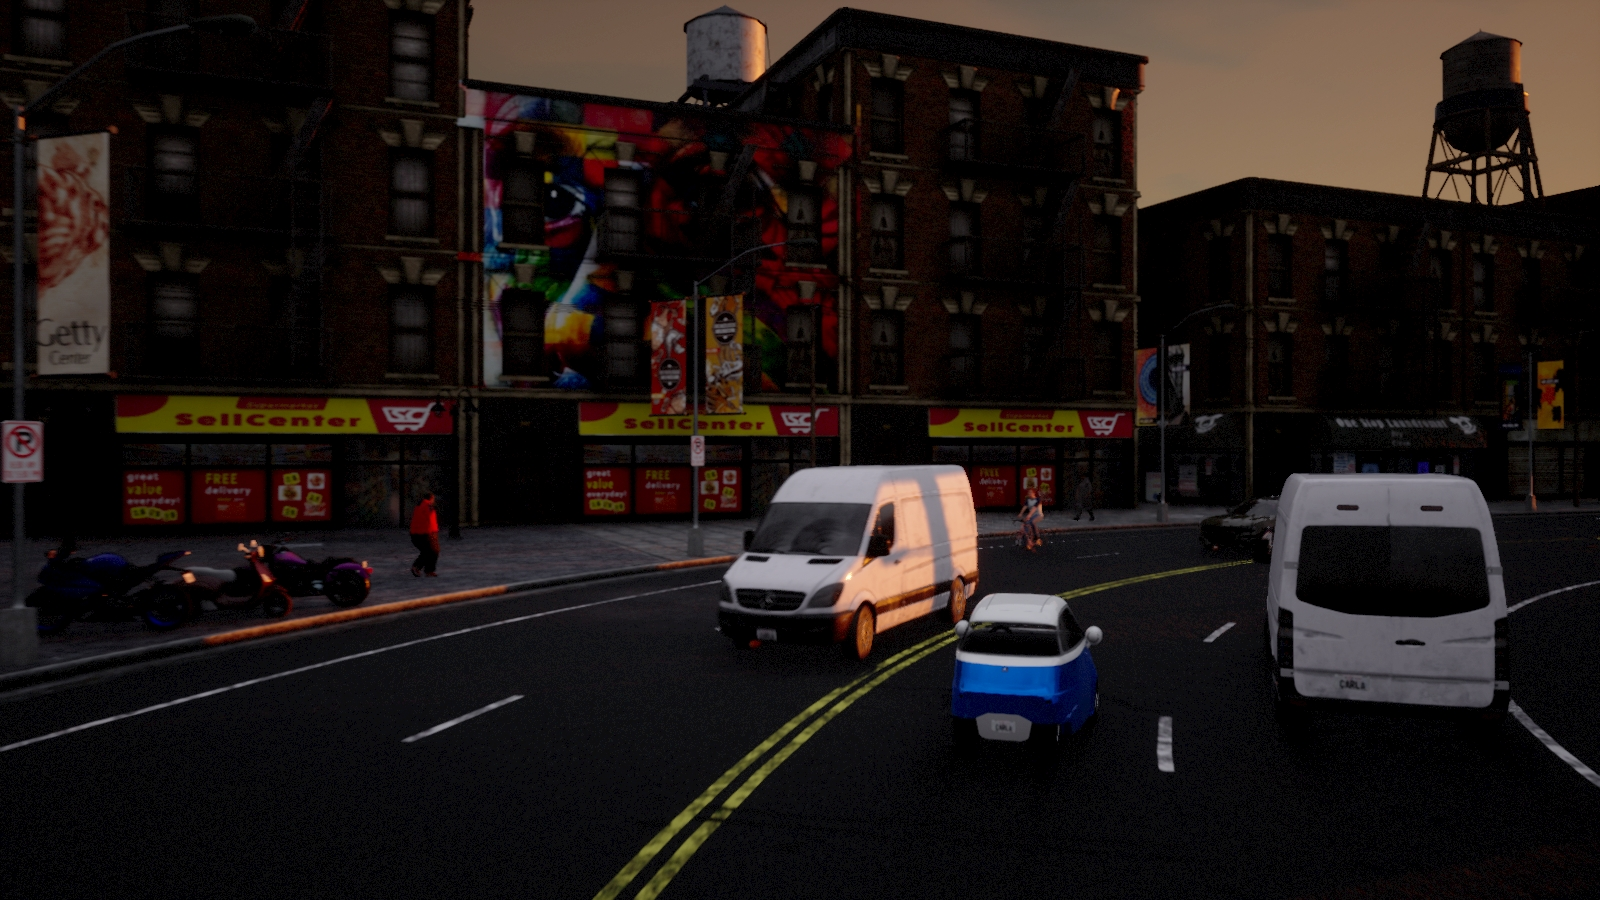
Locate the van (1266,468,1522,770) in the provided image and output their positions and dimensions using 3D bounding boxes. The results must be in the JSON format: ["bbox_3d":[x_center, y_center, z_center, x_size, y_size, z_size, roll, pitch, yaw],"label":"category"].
[{"bbox_3d":[6.479,1.537,13.142,1.988,2.561,5.915,0,0,21],"label":"van"}]

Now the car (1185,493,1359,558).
[{"bbox_3d":[13.212,2.039,31.880,5.006,1.535,2.097,0,0,-34],"label":"car"}]

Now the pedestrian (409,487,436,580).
[{"bbox_3d":[-7.734,1.695,23.419,0.375,1.860,0.375,0,0,35],"label":"pedestrian"}]

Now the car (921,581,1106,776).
[{"bbox_3d":[2.153,2.121,11.154,1.481,1.376,2.207,0,0,19],"label":"car"}]

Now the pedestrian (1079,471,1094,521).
[{"bbox_3d":[10.711,1.701,42.701,0.375,1.860,0.375,0,0,-26],"label":"pedestrian"}]

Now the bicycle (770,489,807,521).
[{"bbox_3d":[-0.460,2.208,46.075,1.643,1.196,0.373,0,0,-43],"label":"bicycle"}]

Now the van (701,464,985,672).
[{"bbox_3d":[0.928,1.535,17.530,1.988,2.561,5.915,-1,0,28],"label":"van"}]
